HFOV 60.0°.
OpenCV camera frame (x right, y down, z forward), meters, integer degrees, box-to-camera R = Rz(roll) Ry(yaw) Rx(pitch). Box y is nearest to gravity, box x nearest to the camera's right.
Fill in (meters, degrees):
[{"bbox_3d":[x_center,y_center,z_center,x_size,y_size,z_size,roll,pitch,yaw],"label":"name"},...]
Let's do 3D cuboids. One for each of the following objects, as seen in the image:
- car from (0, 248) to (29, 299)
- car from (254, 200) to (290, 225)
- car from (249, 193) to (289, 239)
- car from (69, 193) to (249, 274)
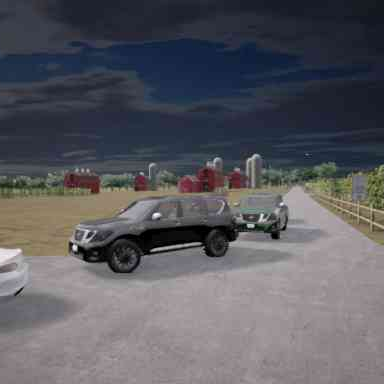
[{"bbox_3d":[-5.611,1.615,6.109,4.674,1.442,1.812,-2,1,-20],"label":"car"},{"bbox_3d":[5.600,1.350,22.819,1.994,1.385,4.181,0,0,19],"label":"car"},{"bbox_3d":[3.502,1.068,16.797,2.150,2.045,5.566,0,0,21],"label":"car"},{"bbox_3d":[-0.992,1.148,10.769,5.566,2.045,2.150,-1,1,-37],"label":"car"}]
